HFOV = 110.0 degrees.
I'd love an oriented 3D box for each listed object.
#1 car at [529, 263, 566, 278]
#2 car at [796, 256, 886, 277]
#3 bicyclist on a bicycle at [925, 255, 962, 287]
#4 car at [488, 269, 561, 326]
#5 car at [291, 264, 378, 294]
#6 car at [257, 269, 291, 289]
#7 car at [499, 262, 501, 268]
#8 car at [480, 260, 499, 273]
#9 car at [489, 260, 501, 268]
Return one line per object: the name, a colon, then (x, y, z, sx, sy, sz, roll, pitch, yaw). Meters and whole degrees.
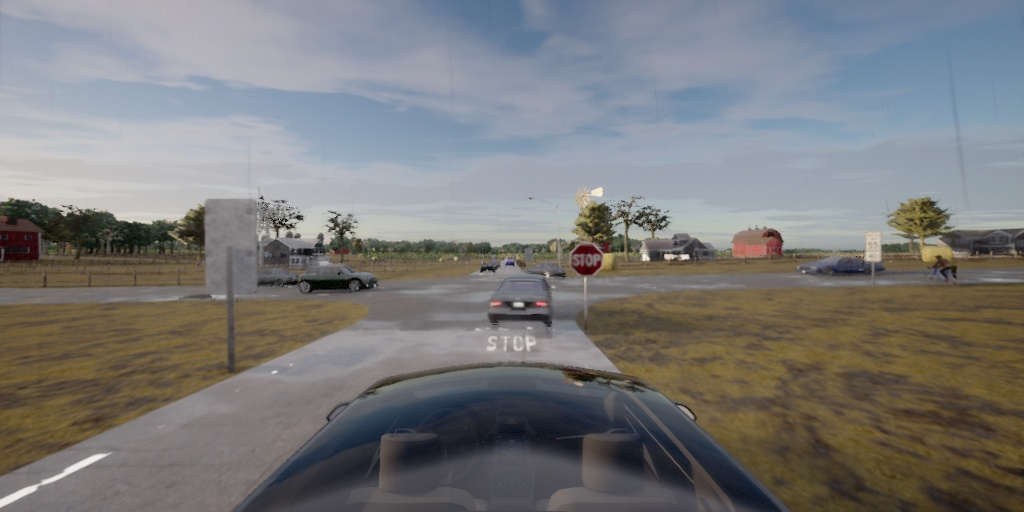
car: (2.710, 1.312, 31.322, 1.994, 1.385, 4.181, -2, -1, -40)
car: (24.341, 0.726, 26.619, 5.357, 1.411, 2.033, -1, 1, 0)
bicyclist on a bicycle: (22.840, 0.786, 19.022, 0.582, 1.620, 1.656, -1, 0, 0)
car: (0.442, 1.319, 11.810, 2.033, 1.411, 5.357, 0, 0, 6)
car: (-11.003, 1.373, 22.849, 4.553, 1.767, 2.097, -2, 1, 0)
car: (-18.082, 1.660, 26.542, 4.181, 1.385, 1.994, -1, 1, 0)
car: (-3.106, 1.497, 55.152, 1.895, 1.301, 4.718, 0, 0, 0)
car: (-3.027, 1.463, 45.498, 1.895, 1.301, 4.718, 0, 0, -1)
car: (-3.110, 1.500, 65.080, 1.994, 1.385, 4.181, 0, 0, 0)
